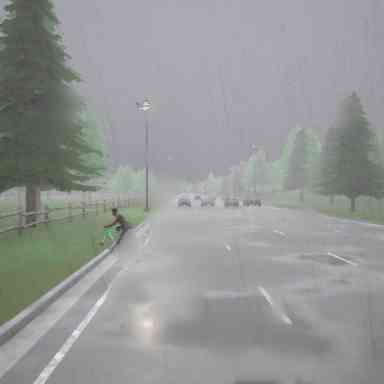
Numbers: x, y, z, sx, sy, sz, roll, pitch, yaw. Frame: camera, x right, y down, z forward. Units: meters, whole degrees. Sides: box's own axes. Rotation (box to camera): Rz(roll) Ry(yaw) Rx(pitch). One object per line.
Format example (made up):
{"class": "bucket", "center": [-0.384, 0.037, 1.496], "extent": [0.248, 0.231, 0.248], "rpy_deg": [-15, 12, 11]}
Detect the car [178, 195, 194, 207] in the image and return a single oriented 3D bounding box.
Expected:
{"class": "car", "center": [-1.126, 1.601, 51.031], "extent": [1.895, 1.301, 4.718], "rpy_deg": [0, 0, -1]}

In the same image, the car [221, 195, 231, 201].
{"class": "car", "center": [8.537, 1.552, 84.309], "extent": [1.994, 1.385, 4.181], "rpy_deg": [0, 0, -1]}

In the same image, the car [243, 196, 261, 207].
{"class": "car", "center": [9.314, 1.352, 52.117], "extent": [2.097, 1.767, 4.553], "rpy_deg": [0, 0, -1]}

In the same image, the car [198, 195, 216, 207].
{"class": "car", "center": [2.374, 1.601, 50.914], "extent": [1.895, 1.301, 4.718], "rpy_deg": [0, 0, -1]}

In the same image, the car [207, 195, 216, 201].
{"class": "car", "center": [5.016, 1.524, 85.170], "extent": [1.812, 1.442, 4.674], "rpy_deg": [0, 0, -1]}

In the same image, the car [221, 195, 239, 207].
{"class": "car", "center": [5.884, 1.491, 50.266], "extent": [2.128, 1.511, 4.902], "rpy_deg": [0, 0, -1]}

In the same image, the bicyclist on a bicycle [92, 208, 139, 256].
{"class": "bicyclist on a bicycle", "center": [-2.633, 1.398, 11.664], "extent": [1.656, 1.620, 0.582], "rpy_deg": [6, 0, -1]}

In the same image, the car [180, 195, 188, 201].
{"class": "car", "center": [-2.036, 1.540, 87.242], "extent": [2.033, 1.411, 5.357], "rpy_deg": [0, 0, -1]}

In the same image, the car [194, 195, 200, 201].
{"class": "car", "center": [1.484, 1.500, 86.440], "extent": [1.837, 1.490, 4.892], "rpy_deg": [0, 0, -1]}
